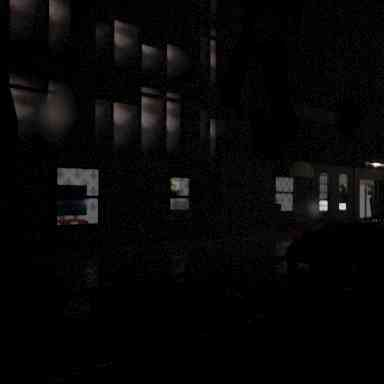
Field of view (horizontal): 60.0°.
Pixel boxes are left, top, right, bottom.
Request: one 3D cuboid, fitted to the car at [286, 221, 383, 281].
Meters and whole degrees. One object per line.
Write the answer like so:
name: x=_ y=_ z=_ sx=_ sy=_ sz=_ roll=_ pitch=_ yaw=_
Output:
car: x=4.689 y=1.558 z=9.896 sx=4.313 sy=1.339 sz=1.947 roll=0 pitch=1 yaw=-35
